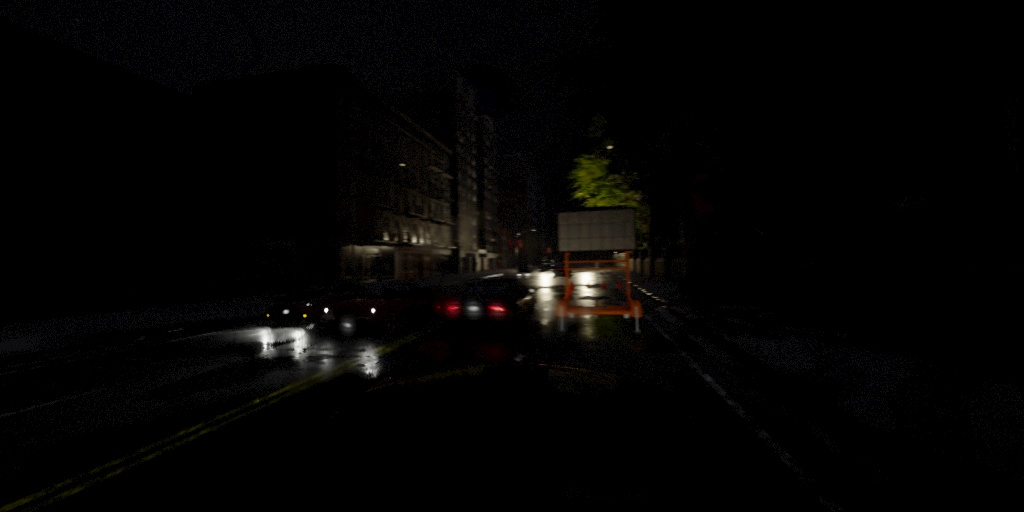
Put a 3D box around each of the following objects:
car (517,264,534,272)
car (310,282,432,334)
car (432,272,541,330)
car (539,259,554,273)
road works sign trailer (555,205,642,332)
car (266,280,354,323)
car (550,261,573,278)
[{"bbox_3d":[2.078,1.957,54.489,2.033,1.411,5.357,-1,-1,13],"label":"car"},{"bbox_3d":[-3.953,1.575,11.815,1.895,1.301,4.718,-1,-1,12],"label":"car"},{"bbox_3d":[-0.443,1.441,11.731,2.033,1.411,5.357,-1,-1,12],"label":"car"},{"bbox_3d":[5.432,1.560,54.625,2.150,2.045,5.566,-1,-1,13],"label":"car"},{"bbox_3d":[2.669,0.279,11.132,2.380,3.560,2.880,0,0,12],"label":"road works sign trailer"},{"bbox_3d":[-6.900,1.629,13.548,1.994,1.385,4.181,-1,-1,12],"label":"car"},{"bbox_3d":[5.676,1.604,39.674,1.882,1.535,5.008,-1,-1,12],"label":"car"}]
